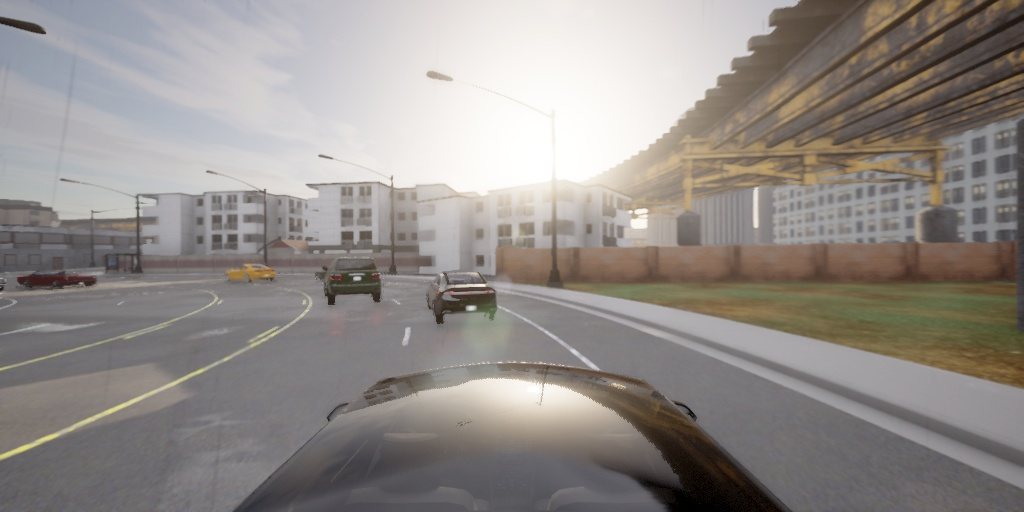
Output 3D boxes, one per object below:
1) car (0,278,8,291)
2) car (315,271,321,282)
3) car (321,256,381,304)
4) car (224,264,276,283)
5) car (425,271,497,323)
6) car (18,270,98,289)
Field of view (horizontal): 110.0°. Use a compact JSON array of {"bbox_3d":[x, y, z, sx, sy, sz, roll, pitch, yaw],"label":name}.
[{"bbox_3d":[-35.424,1.705,23.096,4.718,1.301,1.895,-1,0,11],"label":"car"},{"bbox_3d":[-14.451,1.491,29.848,4.718,1.301,1.895,-1,0,37],"label":"car"},{"bbox_3d":[-7.775,1.047,17.291,2.150,2.045,5.566,0,0,-29],"label":"car"},{"bbox_3d":[-22.262,1.446,30.409,5.008,1.535,1.882,-1,0,26],"label":"car"},{"bbox_3d":[-1.872,1.258,12.381,2.128,1.511,4.902,0,0,-17],"label":"car"},{"bbox_3d":[-33.115,1.680,26.211,4.718,1.301,1.895,-1,0,11],"label":"car"}]
